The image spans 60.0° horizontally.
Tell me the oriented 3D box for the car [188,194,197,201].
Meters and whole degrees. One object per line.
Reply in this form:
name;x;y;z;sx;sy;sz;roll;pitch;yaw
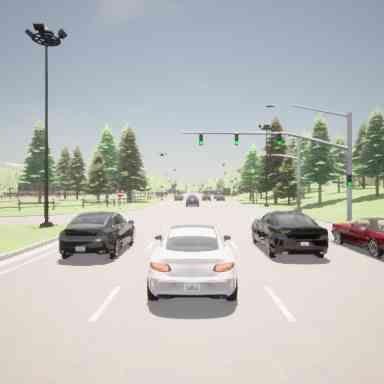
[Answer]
car;0.125;1.347;83.112;2.097;1.767;4.553;0;0;0

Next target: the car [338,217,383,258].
car;7.077;1.601;12.628;1.895;1.301;4.718;0;0;1

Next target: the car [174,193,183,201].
car;-3.375;1.544;83.114;1.994;1.385;4.181;0;0;0

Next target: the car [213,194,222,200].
car;7.140;1.385;93.135;1.994;1.385;4.181;0;0;0

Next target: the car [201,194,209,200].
car;3.640;1.372;93.140;2.033;1.411;5.357;0;0;0

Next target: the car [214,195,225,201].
car;7.124;1.517;82.715;2.128;1.511;4.902;0;0;0

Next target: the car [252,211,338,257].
car;3.576;1.478;12.929;1.882;1.535;5.008;0;0;1

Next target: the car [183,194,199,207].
car;0.078;1.352;52.083;2.097;1.767;4.553;0;0;0

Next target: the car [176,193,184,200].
car;-3.360;1.187;93.121;2.097;1.767;4.553;0;0;0

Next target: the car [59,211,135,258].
car;-3.423;1.505;12.694;1.837;1.490;4.892;0;0;1

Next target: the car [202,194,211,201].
car;3.625;1.347;83.107;2.097;1.767;4.553;0;0;0

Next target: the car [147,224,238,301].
car;0.019;1.526;8.210;1.812;1.442;4.674;0;0;0

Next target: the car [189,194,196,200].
car;0.140;1.332;93.146;1.837;1.490;4.892;0;0;0
